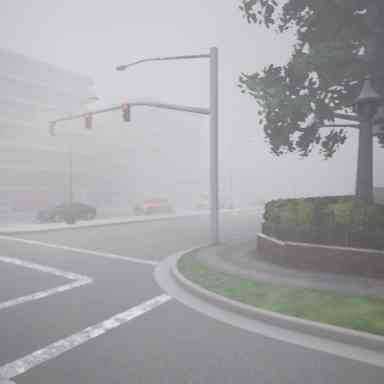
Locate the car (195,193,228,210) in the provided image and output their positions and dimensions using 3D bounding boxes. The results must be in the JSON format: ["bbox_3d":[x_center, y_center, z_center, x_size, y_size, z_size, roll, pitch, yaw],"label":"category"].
[{"bbox_3d":[2.382,1.431,43.652,2.097,1.767,4.553,0,0,36],"label":"car"}]

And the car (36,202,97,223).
[{"bbox_3d":[-9.961,1.585,26.663,1.837,1.490,4.892,0,0,36],"label":"car"}]

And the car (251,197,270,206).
[{"bbox_3d":[11.727,1.650,56.374,1.812,1.442,4.674,0,0,36],"label":"car"}]

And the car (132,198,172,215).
[{"bbox_3d":[-4.125,1.432,34.702,2.097,1.767,4.553,0,0,36],"label":"car"}]

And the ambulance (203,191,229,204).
[{"bbox_3d":[3.190,1.119,50.571,2.351,2.431,6.366,0,0,36],"label":"ambulance"}]
